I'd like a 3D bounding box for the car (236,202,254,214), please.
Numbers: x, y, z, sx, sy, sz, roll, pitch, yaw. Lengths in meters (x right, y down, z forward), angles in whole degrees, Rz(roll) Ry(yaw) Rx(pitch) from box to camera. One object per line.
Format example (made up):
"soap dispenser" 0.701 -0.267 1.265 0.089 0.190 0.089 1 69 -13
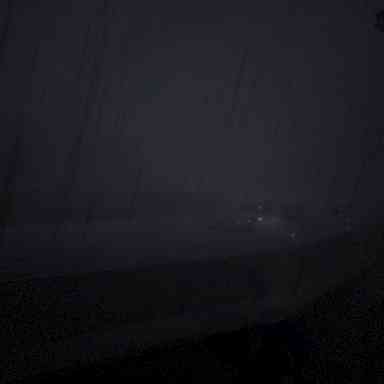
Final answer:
"car" 6.865 1.871 40.855 1.994 1.385 4.181 0 0 23

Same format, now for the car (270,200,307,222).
"car" 8.833 1.722 29.554 1.882 1.535 5.008 0 0 31

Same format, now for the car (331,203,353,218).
"car" 15.463 1.862 34.309 2.033 1.411 5.357 0 0 25

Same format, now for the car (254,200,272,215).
"car" 8.748 1.642 36.616 2.097 1.767 4.553 0 0 25
